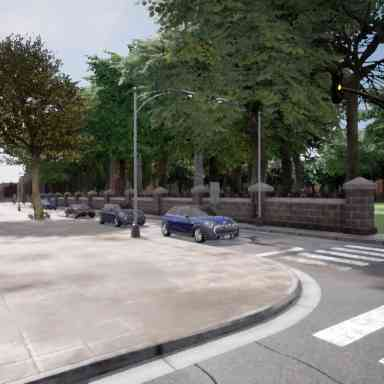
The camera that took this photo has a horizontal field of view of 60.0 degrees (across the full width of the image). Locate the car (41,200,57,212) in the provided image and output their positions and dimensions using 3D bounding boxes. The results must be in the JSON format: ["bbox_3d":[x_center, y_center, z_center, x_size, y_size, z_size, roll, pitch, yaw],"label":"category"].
[{"bbox_3d":[-19.981,1.800,45.619,1.882,1.535,5.008,0,-1,-36],"label":"car"}]

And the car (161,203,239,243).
[{"bbox_3d":[0.307,1.478,17.047,2.097,1.767,4.553,0,0,-35],"label":"car"}]

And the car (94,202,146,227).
[{"bbox_3d":[-5.266,1.570,24.850,2.097,1.767,4.553,0,0,-36],"label":"car"}]

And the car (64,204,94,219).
[{"bbox_3d":[-11.312,1.878,33.329,2.033,1.411,5.357,0,-1,-35],"label":"car"}]
